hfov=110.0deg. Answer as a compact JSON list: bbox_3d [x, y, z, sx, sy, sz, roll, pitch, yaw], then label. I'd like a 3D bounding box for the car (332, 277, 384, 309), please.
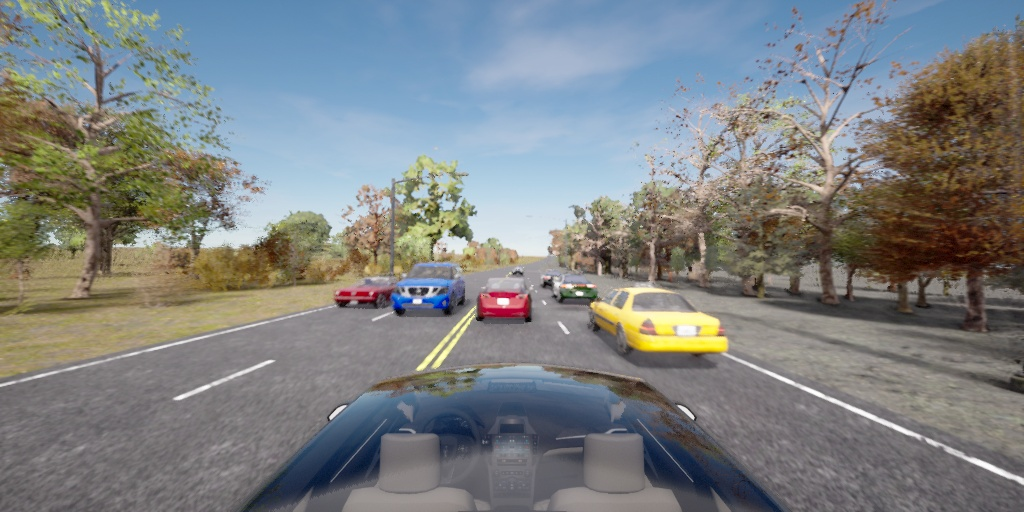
[{"bbox_3d":[-6.537,1.670,17.053,1.895,1.301,4.718,1,-1,0],"label":"car"}]

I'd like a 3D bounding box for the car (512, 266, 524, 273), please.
[{"bbox_3d":[0.971,2.569,59.042,1.895,1.301,4.718,1,-1,2],"label":"car"}]

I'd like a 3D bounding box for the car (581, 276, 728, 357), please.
[{"bbox_3d":[3.271,1.449,9.267,1.801,1.575,5.366,1,-2,0],"label":"car"}]

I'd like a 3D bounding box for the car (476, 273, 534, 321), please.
[{"bbox_3d":[-0.204,1.580,14.089,2.163,1.488,4.792,1,-1,2],"label":"car"}]

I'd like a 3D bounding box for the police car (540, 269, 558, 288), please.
[{"bbox_3d":[3.463,1.950,31.004,2.038,1.542,4.974,0,-2,1],"label":"police car"}]

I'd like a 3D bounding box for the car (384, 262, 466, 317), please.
[{"bbox_3d":[-3.294,1.290,15.349,2.150,2.045,5.566,1,-1,0],"label":"car"}]

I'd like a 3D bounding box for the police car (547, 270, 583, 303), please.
[{"bbox_3d":[3.328,1.724,20.040,2.038,1.542,4.974,0,-2,1],"label":"police car"}]
